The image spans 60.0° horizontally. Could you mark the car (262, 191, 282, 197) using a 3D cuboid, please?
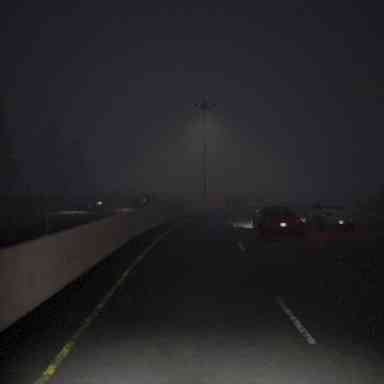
[{"bbox_3d":[17.984,0.420,74.732,2.033,1.411,5.357,1,1,42],"label":"car"}]

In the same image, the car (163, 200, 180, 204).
[{"bbox_3d":[-2.242,1.064,38.200,1.882,1.535,5.008,0,0,18],"label":"car"}]

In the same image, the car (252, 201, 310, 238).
[{"bbox_3d":[4.184,1.384,16.580,1.994,1.385,4.181,0,1,5],"label":"car"}]

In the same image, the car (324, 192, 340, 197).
[{"bbox_3d":[34.155,0.616,81.028,4.718,1.301,1.895,-1,1,-40],"label":"car"}]

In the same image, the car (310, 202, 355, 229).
[{"bbox_3d":[8.031,1.314,19.559,1.812,1.442,4.674,0,1,7],"label":"car"}]

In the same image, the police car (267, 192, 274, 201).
[{"bbox_3d":[12.748,0.806,57.372,1.930,1.638,5.238,0,1,31],"label":"police car"}]

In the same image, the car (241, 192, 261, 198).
[{"bbox_3d":[13.370,0.665,74.677,2.033,1.411,5.357,1,1,39],"label":"car"}]

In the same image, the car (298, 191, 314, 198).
[{"bbox_3d":[24.508,0.564,71.825,1.812,1.442,4.674,1,1,45],"label":"car"}]

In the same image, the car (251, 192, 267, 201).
[{"bbox_3d":[9.889,0.941,52.257,1.837,1.490,4.892,0,1,27],"label":"car"}]

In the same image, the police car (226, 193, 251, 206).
[{"bbox_3d":[5.936,0.954,43.650,1.930,1.638,5.238,0,1,22],"label":"police car"}]
